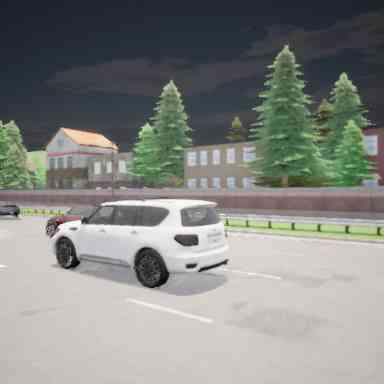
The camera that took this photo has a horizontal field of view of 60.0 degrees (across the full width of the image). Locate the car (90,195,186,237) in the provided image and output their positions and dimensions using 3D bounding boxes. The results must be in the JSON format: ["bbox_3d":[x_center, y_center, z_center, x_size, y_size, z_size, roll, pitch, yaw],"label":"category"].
[{"bbox_3d":[-3.252,1.234,19.208,5.566,2.045,2.150,0,0,35],"label":"car"}]

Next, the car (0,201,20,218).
[{"bbox_3d":[-16.909,1.520,28.948,4.902,1.511,2.128,0,0,35],"label":"car"}]

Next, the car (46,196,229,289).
[{"bbox_3d":[-1.637,1.228,9.457,5.566,2.045,2.150,0,0,36],"label":"car"}]

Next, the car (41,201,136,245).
[{"bbox_3d":[-5.101,1.365,16.227,4.553,1.767,2.097,0,0,36],"label":"car"}]
